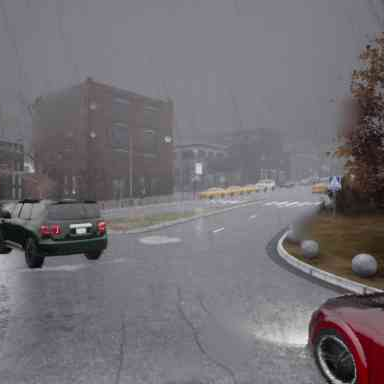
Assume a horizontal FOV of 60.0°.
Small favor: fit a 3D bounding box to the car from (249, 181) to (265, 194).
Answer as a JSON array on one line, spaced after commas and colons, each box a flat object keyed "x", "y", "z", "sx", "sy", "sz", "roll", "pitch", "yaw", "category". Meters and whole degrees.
[{"x": 9.630, "y": -0.569, "z": 55.588, "sx": 1.946, "sy": 1.575, "sz": 5.366, "roll": 0, "pitch": 3, "yaw": 37, "category": "car"}]

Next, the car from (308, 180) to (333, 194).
[{"x": 18.976, "y": -0.507, "z": 48.404, "sx": 1.882, "sy": 1.535, "sz": 5.008, "roll": 0, "pitch": 3, "yaw": 37, "category": "car"}]

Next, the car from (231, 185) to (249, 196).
[{"x": 6.286, "y": -0.238, "z": 51.203, "sx": 1.946, "sy": 1.575, "sz": 5.366, "roll": 0, "pitch": 3, "yaw": 37, "category": "car"}]

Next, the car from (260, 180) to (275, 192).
[{"x": 13.140, "y": -1.165, "z": 60.185, "sx": 2.435, "sy": 2.045, "sz": 5.566, "roll": 0, "pitch": 3, "yaw": 37, "category": "car"}]

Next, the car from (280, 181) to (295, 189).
[{"x": 19.832, "y": -1.546, "z": 68.970, "sx": 2.163, "sy": 1.488, "sz": 4.792, "roll": 0, "pitch": 3, "yaw": 37, "category": "car"}]

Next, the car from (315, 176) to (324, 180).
[{"x": 29.859, "y": -2.819, "z": 82.113, "sx": 2.435, "sy": 2.045, "sz": 5.566, "roll": 0, "pitch": 3, "yaw": 37, "category": "car"}]

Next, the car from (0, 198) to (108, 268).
[{"x": -5.042, "y": 1.221, "z": 11.593, "sx": 2.150, "sy": 2.045, "sz": 5.566, "roll": 0, "pitch": 0, "yaw": -43, "category": "car"}]

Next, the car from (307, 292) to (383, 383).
[{"x": 2.901, "y": 1.564, "z": 2.853, "sx": 1.994, "sy": 1.385, "sz": 4.181, "roll": 0, "pitch": 0, "yaw": -16, "category": "car"}]

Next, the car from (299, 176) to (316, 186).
[{"x": 26.546, "y": -2.238, "z": 77.767, "sx": 2.231, "sy": 1.521, "sz": 4.892, "roll": 0, "pitch": 3, "yaw": 37, "category": "car"}]

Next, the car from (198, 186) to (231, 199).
[{"x": 2.935, "y": 0.095, "z": 46.826, "sx": 1.946, "sy": 1.575, "sz": 5.366, "roll": 0, "pitch": 3, "yaw": 38, "category": "car"}]
